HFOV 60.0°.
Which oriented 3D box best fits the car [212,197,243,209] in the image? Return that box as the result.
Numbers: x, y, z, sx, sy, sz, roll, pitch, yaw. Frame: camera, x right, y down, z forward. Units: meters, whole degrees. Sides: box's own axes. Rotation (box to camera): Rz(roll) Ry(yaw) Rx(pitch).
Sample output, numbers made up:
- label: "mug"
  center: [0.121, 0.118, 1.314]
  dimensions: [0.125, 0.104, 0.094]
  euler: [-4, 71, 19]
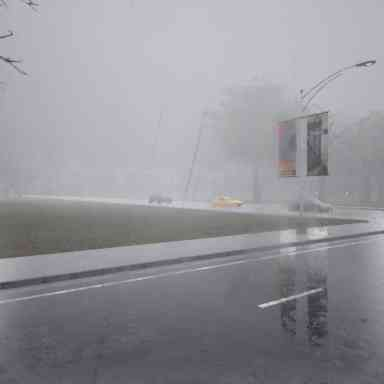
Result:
- label: "car"
  center: [4.830, 1.448, 45.941]
  dimensions: [1.882, 1.535, 5.008]
  euler: [0, 0, -36]

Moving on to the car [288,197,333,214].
- label: "car"
  center: [12.586, 1.365, 35.332]
  dimensions: [2.097, 1.767, 4.553]
  euler: [0, 0, -36]

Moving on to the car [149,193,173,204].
- label: "car"
  center: [-5.731, 1.152, 60.512]
  dimensions: [2.150, 2.045, 5.566]
  euler: [0, 0, -36]
